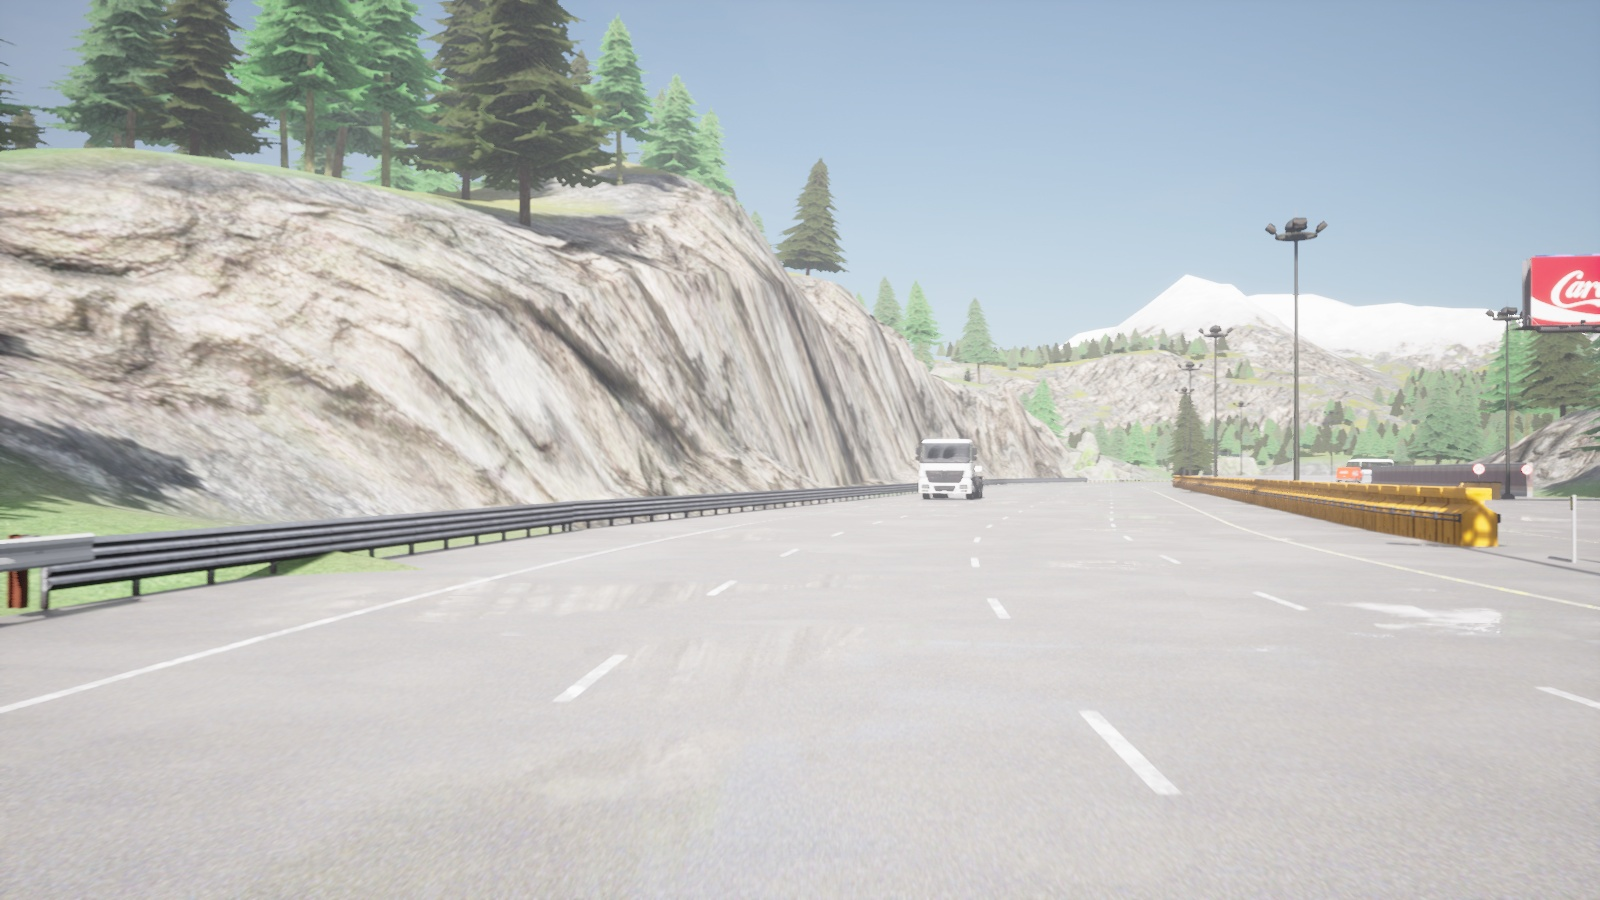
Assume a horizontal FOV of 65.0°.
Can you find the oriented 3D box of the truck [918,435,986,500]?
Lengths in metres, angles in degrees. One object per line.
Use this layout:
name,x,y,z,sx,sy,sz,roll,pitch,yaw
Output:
truck,8.773,1.000,71.614,2.891,3.462,7.936,0,-1,14
